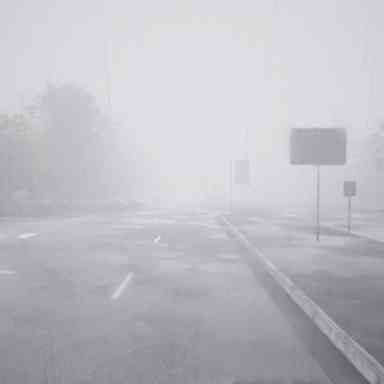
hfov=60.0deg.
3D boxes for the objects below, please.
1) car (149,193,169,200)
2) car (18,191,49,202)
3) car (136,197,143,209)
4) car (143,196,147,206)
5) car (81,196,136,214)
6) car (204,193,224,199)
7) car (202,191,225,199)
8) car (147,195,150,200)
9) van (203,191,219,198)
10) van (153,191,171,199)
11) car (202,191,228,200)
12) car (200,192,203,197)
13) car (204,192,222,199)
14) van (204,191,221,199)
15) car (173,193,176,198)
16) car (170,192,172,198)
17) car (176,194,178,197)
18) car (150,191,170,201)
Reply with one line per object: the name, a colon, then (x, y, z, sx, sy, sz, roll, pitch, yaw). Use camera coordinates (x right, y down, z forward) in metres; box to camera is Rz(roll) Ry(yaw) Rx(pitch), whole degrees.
car: (-7.753, 1.043, 78.264, 4.674, 1.452, 2.002, 0, 0, 0)
car: (-26.223, 0.613, 54.888, 4.553, 1.767, 2.097, 1, 3, 0)
car: (-8.098, 1.246, 35.003, 4.892, 1.521, 2.231, 0, 0, 0)
car: (-8.082, 1.223, 38.277, 5.008, 1.535, 2.097, 0, 0, 0)
car: (-8.127, 1.306, 31.728, 4.674, 1.452, 2.002, 0, 0, 1)
car: (5.344, 1.009, 80.972, 4.892, 1.521, 2.231, 0, 0, 0)
car: (5.343, 0.762, 83.777, 5.566, 2.045, 2.435, 0, 0, 0)
car: (-8.048, 1.243, 41.425, 4.674, 1.452, 2.002, 0, 0, 0)
van: (5.331, 0.818, 94.990, 4.442, 1.987, 1.878, 0, 0, 0)
van: (-7.804, 0.787, 86.614, 4.442, 1.987, 1.878, 0, 0, 0)
car: (5.290, 1.019, 72.567, 4.892, 1.521, 2.231, 0, 0, 0)
car: (5.279, 0.760, 75.367, 5.566, 2.045, 2.435, 0, 0, 0)
car: (5.423, 0.892, 86.578, 4.553, 1.767, 2.185, 0, 0, 0)
van: (5.527, 0.801, 89.381, 4.442, 1.987, 1.878, 0, 0, 0)
car: (-7.649, 1.070, 92.184, 4.674, 1.452, 2.002, 0, 0, 0)
car: (-7.777, 1.005, 75.477, 5.008, 1.535, 2.097, 0, 0, 0)
car: (-7.448, 1.035, 94.968, 5.366, 1.575, 1.946, 0, 0, 0)
car: (-7.812, 1.022, 69.909, 5.008, 1.535, 2.097, 0, 0, 0)
